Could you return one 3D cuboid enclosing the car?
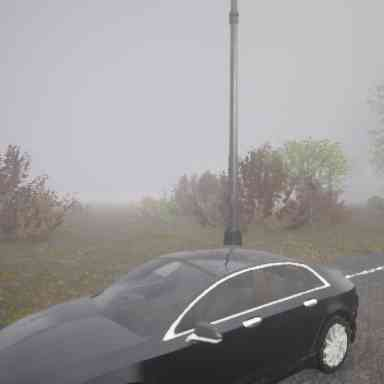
[{"bbox_3d":[0.148,1.521,4.095,4.892,1.490,1.837,1,0,-35],"label":"car"}]
